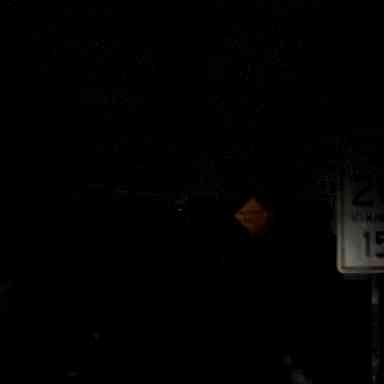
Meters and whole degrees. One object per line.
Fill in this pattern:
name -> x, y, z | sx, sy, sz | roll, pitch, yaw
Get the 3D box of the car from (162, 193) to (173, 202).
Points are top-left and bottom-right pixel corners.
car -> -5.556, 1.133, 75.946 | 2.150, 2.045, 5.566 | 0, 0, -2

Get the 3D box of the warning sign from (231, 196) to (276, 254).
warning sign -> 2.072, 1.082, 11.354 | 1.300, 1.860, 1.060 | 0, 0, -2

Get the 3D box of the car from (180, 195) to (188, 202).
car -> -2.044, 1.504, 81.446 | 1.801, 1.575, 5.366 | 0, 0, -2

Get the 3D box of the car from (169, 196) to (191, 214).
car -> -1.173, 1.490, 34.147 | 1.812, 1.442, 4.674 | 0, 0, -2

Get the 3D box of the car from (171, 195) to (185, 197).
car -> -1.702, 1.529, 48.008 | 1.994, 1.385, 4.181 | 0, 0, -2
